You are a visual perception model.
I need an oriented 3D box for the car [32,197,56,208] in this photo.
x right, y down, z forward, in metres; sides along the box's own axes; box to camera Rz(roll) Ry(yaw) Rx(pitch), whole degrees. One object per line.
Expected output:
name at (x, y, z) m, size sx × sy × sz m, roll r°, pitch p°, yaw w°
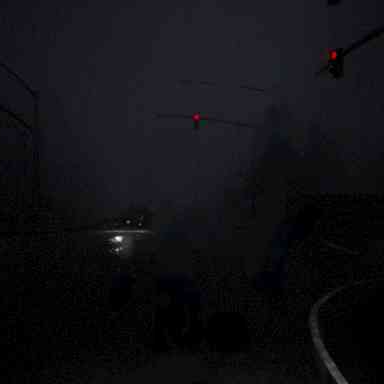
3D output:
car at (-20.457, 1.391, 45.967) m, size 1.970 × 1.475 × 3.806 m, roll 0°, pitch 0°, yaw 0°

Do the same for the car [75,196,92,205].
car at (-17.395, 1.381, 53.354) m, size 1.845 × 1.501 × 3.633 m, roll 0°, pitch 0°, yaw 0°

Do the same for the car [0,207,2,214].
car at (-17.672, 1.344, 27.321) m, size 2.007 × 1.523 × 4.514 m, roll 0°, pitch 0°, yaw 0°

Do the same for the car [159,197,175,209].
car at (-3.448, 1.470, 46.255) m, size 1.882 × 1.535 × 5.008 m, roll 0°, pitch 0°, yaw 0°

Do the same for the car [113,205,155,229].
car at (-3.630, 1.570, 21.505) m, size 1.994 × 1.385 × 4.181 m, roll 0°, pitch 0°, yaw 3°
